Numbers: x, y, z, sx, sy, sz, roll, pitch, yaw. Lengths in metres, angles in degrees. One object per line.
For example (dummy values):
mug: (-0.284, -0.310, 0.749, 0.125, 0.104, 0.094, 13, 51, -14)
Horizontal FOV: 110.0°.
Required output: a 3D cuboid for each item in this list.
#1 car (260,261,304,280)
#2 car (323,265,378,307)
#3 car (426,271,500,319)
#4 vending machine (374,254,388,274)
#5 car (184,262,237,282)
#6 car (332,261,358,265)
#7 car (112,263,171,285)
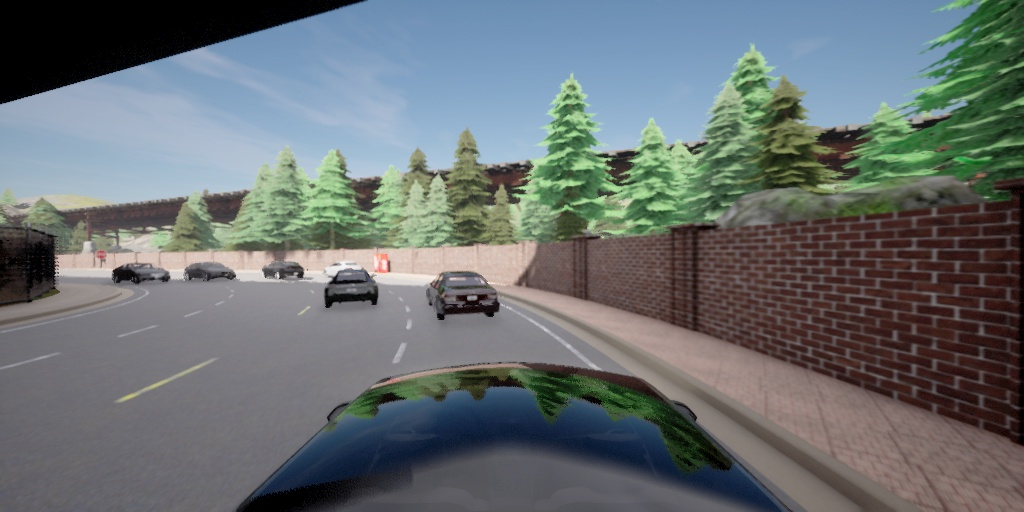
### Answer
car: (-19.264, 1.180, 30.032, 4.892, 1.490, 1.837, 0, 0, 35)
car: (-6.888, 1.257, 15.458, 1.994, 1.385, 4.181, -1, 0, -23)
car: (-1.887, 1.223, 12.551, 2.033, 1.411, 5.357, -1, 0, -18)
vending machine: (-12.642, 0.777, 34.664, 0.880, 2.100, 1.100, 0, 0, 38)
car: (-24.270, 1.232, 28.782, 4.892, 1.490, 1.837, 0, 0, 26)
car: (-14.472, 1.154, 30.804, 4.674, 1.442, 1.812, 0, 0, 40)
car: (-27.299, 1.265, 26.401, 4.902, 1.511, 2.128, 0, 0, 24)
